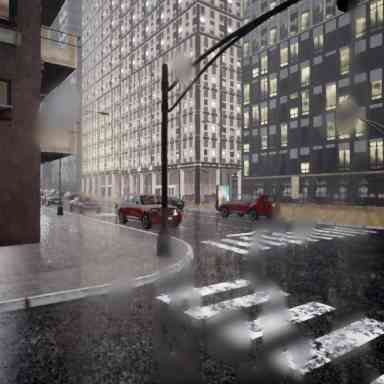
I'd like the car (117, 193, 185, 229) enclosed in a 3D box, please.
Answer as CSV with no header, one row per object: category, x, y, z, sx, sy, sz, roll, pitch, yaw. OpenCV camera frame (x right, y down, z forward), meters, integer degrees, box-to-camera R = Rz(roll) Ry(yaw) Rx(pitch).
car,-2.610,1.008,19.278,2.192,1.841,5.009,2,0,-36

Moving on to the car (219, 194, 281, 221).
car,4.131,1.027,24.255,2.192,1.841,5.009,1,0,-36

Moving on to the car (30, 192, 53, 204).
car,-18.923,0.752,41.707,1.802,1.307,4.206,2,0,-36

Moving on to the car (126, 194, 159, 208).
car,-5.661,0.965,37.716,1.947,1.339,4.313,1,0,-36

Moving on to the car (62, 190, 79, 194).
car,-18.150,0.622,50.468,1.994,1.385,4.181,0,1,-36

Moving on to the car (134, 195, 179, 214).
car,-3.313,1.041,30.051,1.837,1.490,4.892,0,1,-36

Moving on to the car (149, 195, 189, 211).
car,-2.398,1.070,33.229,1.947,1.339,4.313,1,0,-36

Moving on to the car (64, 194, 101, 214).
car,-9.140,1.067,28.250,1.802,1.307,4.206,2,0,-36

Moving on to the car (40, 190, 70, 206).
car,-15.661,0.827,37.222,2.008,1.369,4.403,2,0,-36

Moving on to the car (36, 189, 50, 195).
car,-35.016,-0.011,78.097,1.887,1.381,4.507,1,0,-36
